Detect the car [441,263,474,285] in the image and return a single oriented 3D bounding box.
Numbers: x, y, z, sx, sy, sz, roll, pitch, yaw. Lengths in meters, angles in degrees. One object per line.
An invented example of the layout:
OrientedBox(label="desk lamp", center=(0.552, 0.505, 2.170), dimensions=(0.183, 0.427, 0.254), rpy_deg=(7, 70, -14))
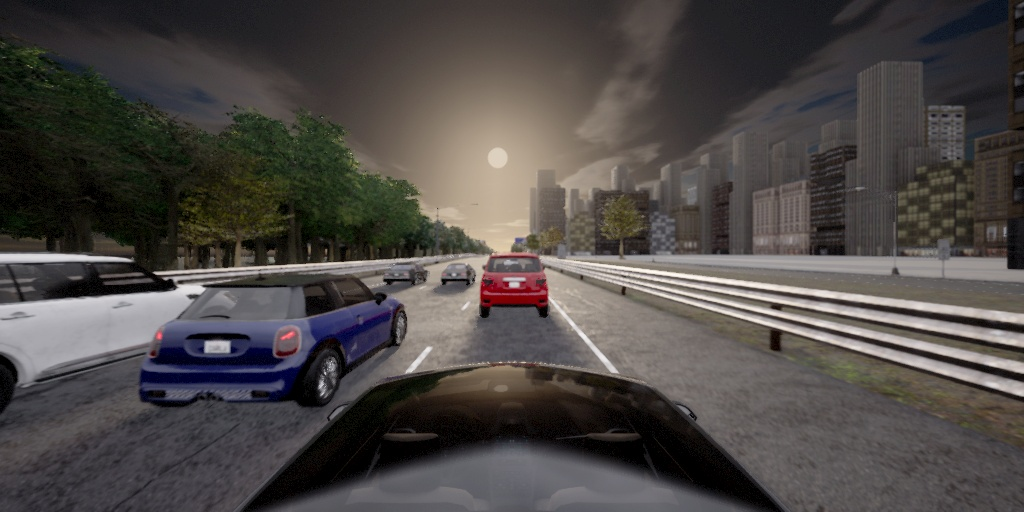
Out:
OrientedBox(label="car", center=(-3.535, 1.168, 24.279), dimensions=(2.033, 1.411, 5.357), rpy_deg=(0, 0, 0))

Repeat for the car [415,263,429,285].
OrientedBox(label="car", center=(-7.034, 1.169, 24.265), dimensions=(2.033, 1.411, 5.357), rpy_deg=(0, 0, 0))

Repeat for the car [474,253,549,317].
OrientedBox(label="car", center=(0.061, 0.907, 13.062), dimensions=(2.150, 2.045, 5.566), rpy_deg=(0, 0, 0))

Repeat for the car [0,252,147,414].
OrientedBox(label="car", center=(-6.942, 0.955, 5.344), dimensions=(2.150, 2.045, 5.566), rpy_deg=(0, 1, 0))

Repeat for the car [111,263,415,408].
OrientedBox(label="car", center=(-3.442, 1.076, 6.326), dimensions=(2.097, 1.767, 4.553), rpy_deg=(0, 0, 0))
